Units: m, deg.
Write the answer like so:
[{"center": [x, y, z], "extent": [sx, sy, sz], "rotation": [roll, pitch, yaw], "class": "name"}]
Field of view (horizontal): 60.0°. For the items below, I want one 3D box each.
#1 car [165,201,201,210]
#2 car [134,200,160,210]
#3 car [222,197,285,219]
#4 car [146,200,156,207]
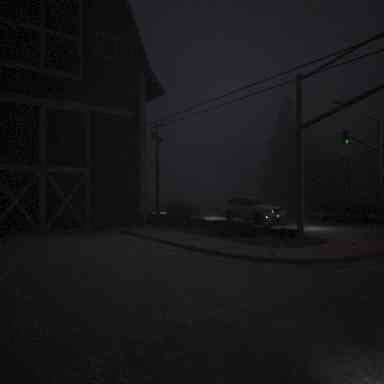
[{"center": [-0.942, 1.707, 34.710], "extent": [1.882, 1.535, 5.008], "rotation": [0, 0, -35], "class": "car"}, {"center": [-6.759, 1.920, 49.544], "extent": [1.895, 1.301, 4.718], "rotation": [0, 0, -34], "class": "car"}, {"center": [4.699, 1.399, 26.483], "extent": [2.150, 2.045, 5.566], "rotation": [0, 0, -34], "class": "car"}, {"center": [-6.330, 1.784, 42.571], "extent": [1.837, 1.490, 4.892], "rotation": [0, 0, -34], "class": "car"}]
